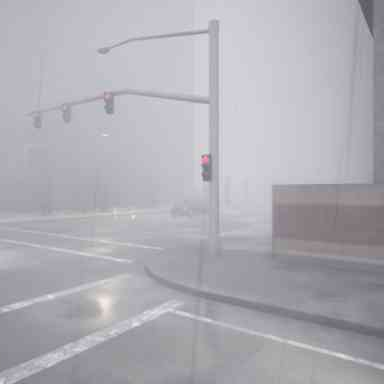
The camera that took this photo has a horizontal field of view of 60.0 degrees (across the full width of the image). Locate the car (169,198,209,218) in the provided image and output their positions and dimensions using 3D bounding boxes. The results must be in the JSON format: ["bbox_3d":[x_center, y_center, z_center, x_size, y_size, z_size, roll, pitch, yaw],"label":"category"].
[{"bbox_3d":[-0.082,1.407,30.894,2.097,1.767,4.553,0,0,36],"label":"car"}]
